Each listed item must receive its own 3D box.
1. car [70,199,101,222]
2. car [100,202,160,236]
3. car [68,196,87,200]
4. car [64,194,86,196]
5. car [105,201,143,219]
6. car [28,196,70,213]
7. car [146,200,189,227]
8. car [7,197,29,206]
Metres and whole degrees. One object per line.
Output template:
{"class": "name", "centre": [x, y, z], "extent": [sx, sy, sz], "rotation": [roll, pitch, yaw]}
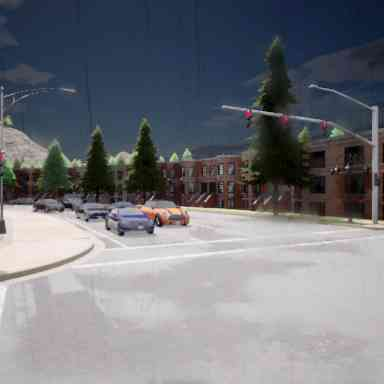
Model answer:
{"class": "car", "centre": [-8.232, 1.566, 27.293], "extent": [2.033, 1.411, 5.357], "rotation": [0, 0, -30]}
{"class": "car", "centre": [-3.659, 1.540, 18.908], "extent": [1.812, 1.442, 4.674], "rotation": [0, 0, -27]}
{"class": "car", "centre": [-14.250, 1.518, 40.041], "extent": [4.902, 1.511, 2.128], "rotation": [0, 0, 41]}
{"class": "car", "centre": [-18.824, 1.255, 51.992], "extent": [5.566, 2.045, 2.150], "rotation": [0, 0, 29]}
{"class": "car", "centre": [-6.350, 1.587, 30.588], "extent": [1.994, 1.385, 4.181], "rotation": [0, 0, -33]}
{"class": "car", "centre": [-15.897, 1.527, 36.892], "extent": [4.892, 1.490, 1.837], "rotation": [0, 0, 42]}
{"class": "car", "centre": [-1.993, 1.372, 23.125], "extent": [2.097, 1.767, 4.553], "rotation": [0, 0, -29]}
{"class": "car", "centre": [-28.381, 1.577, 56.172], "extent": [5.357, 1.411, 2.033], "rotation": [0, 0, 15]}
